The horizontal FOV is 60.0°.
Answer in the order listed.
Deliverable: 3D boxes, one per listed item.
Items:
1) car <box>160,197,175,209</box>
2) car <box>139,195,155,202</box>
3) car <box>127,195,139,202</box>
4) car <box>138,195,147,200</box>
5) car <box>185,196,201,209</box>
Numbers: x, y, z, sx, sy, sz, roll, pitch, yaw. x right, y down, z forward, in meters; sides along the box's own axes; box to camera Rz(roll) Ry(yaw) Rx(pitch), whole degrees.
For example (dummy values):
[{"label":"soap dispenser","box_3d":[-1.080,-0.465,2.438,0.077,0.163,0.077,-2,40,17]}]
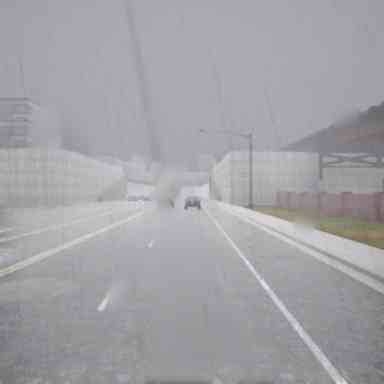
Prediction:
[{"label":"car","box_3d":[-3.410,1.494,46.341,2.128,1.511,4.902,0,0,0]},{"label":"car","box_3d":[-10.508,1.482,78.073,1.882,1.535,5.008,0,0,0]},{"label":"car","box_3d":[-14.008,1.529,78.073,2.128,1.511,4.902,0,0,0]},{"label":"car","box_3d":[-14.009,1.549,93.714,1.994,1.385,4.181,0,0,0]},{"label":"car","box_3d":[0.089,1.354,45.830,2.097,1.767,4.553,0,0,0]}]
